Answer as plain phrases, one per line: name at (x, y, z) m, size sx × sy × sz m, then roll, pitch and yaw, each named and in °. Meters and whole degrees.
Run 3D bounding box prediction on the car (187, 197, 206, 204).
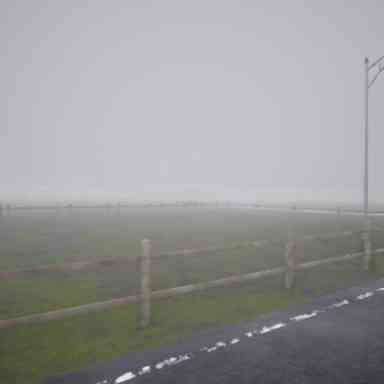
car at (0.828, 1.670, 63.925) m, size 1.994 × 1.385 × 4.181 m, roll 0°, pitch 0°, yaw -35°
